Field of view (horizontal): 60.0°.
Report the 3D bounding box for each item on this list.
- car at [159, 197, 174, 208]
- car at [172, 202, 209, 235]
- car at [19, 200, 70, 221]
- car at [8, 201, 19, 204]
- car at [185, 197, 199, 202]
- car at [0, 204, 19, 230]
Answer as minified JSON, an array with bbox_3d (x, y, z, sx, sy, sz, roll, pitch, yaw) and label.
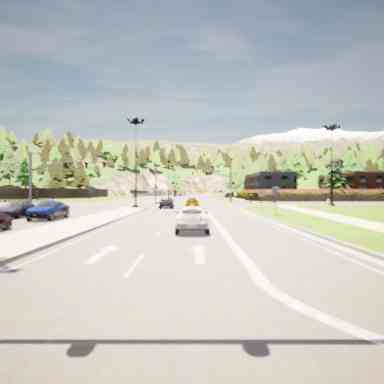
[{"bbox_3d":[-3.477,1.454,46.427,2.128,1.511,4.902,0,0,1],"label":"car"},{"bbox_3d":[-0.002,1.510,18.758,1.812,1.442,4.674,0,0,0],"label":"car"},{"bbox_3d":[-11.525,1.455,26.902,1.882,1.535,5.008,0,0,1],"label":"car"},{"bbox_3d":[-15.002,1.523,28.816,2.033,1.411,5.357,0,0,0],"label":"car"},{"bbox_3d":[0.027,1.439,47.013,1.882,1.535,5.008,0,0,1],"label":"car"},{"bbox_3d":[-11.583,1.549,17.938,1.994,1.385,4.181,0,0,0],"label":"car"}]
